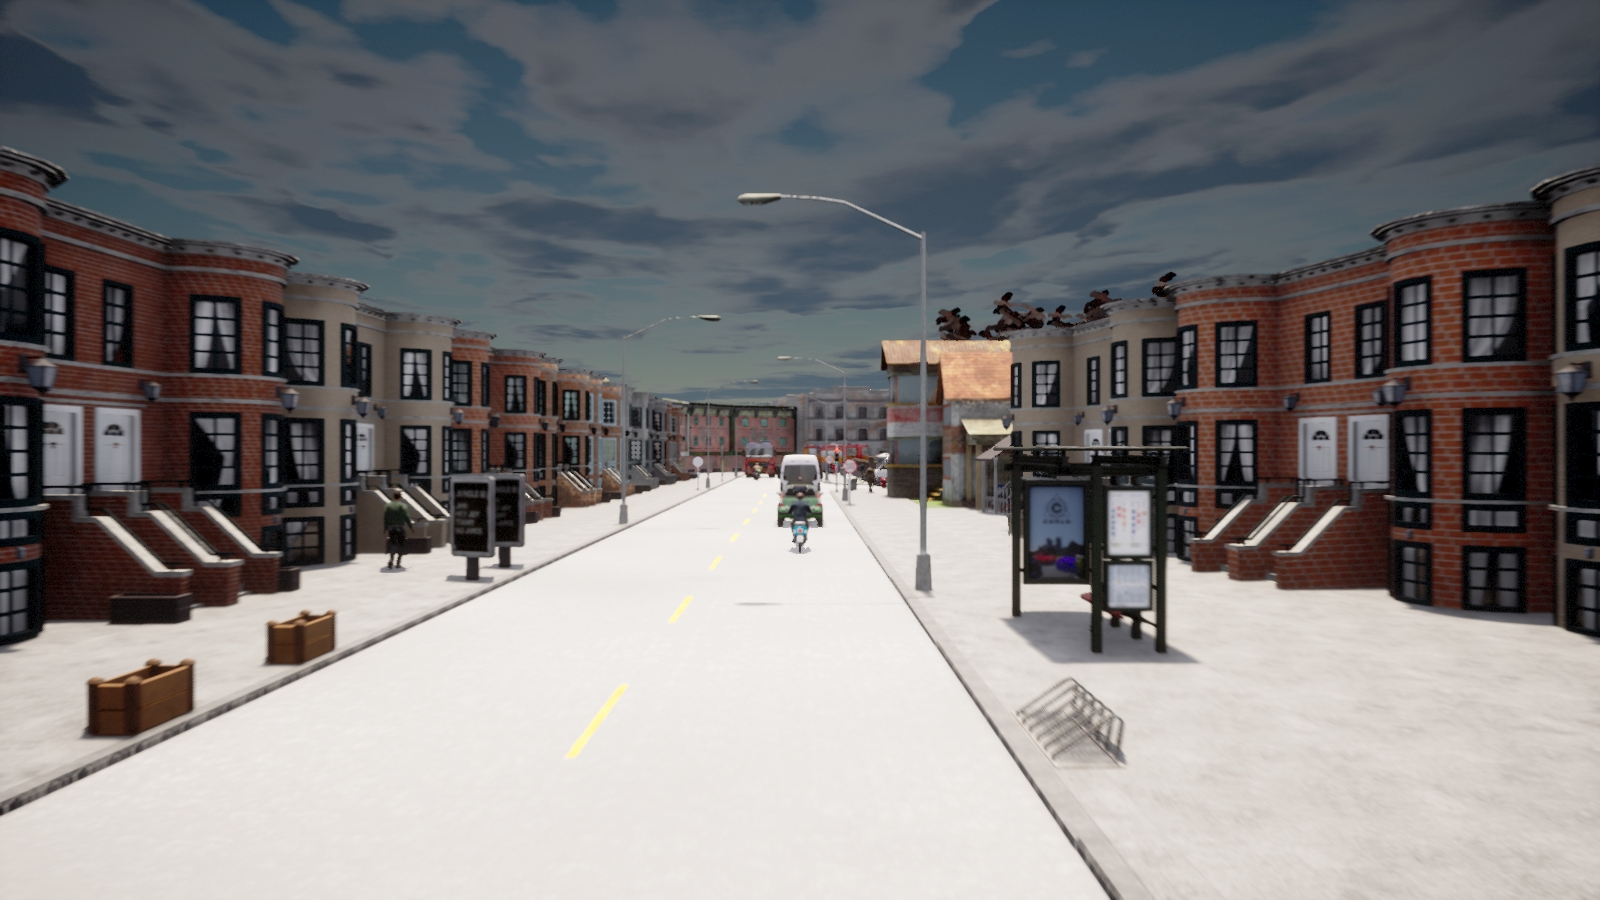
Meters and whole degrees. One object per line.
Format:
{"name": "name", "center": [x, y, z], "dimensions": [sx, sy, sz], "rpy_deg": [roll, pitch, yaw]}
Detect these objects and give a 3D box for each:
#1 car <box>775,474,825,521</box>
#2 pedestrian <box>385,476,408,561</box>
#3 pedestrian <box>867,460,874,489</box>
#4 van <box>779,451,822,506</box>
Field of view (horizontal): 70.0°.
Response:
{"name": "car", "center": [0.005, 1.780, 43.655], "dimensions": [1.851, 1.617, 3.988], "rpy_deg": [0, 0, 0]}
{"name": "pedestrian", "center": [-9.026, 1.525, 25.558], "dimensions": [0.375, 1.860, 0.375], "rpy_deg": [0, 0, 2]}
{"name": "pedestrian", "center": [4.386, 1.525, 71.317], "dimensions": [0.375, 1.860, 0.375], "rpy_deg": [0, 0, -5]}
{"name": "van", "center": [0.005, 1.315, 56.042], "dimensions": [1.988, 2.561, 5.915], "rpy_deg": [0, 0, 0]}
